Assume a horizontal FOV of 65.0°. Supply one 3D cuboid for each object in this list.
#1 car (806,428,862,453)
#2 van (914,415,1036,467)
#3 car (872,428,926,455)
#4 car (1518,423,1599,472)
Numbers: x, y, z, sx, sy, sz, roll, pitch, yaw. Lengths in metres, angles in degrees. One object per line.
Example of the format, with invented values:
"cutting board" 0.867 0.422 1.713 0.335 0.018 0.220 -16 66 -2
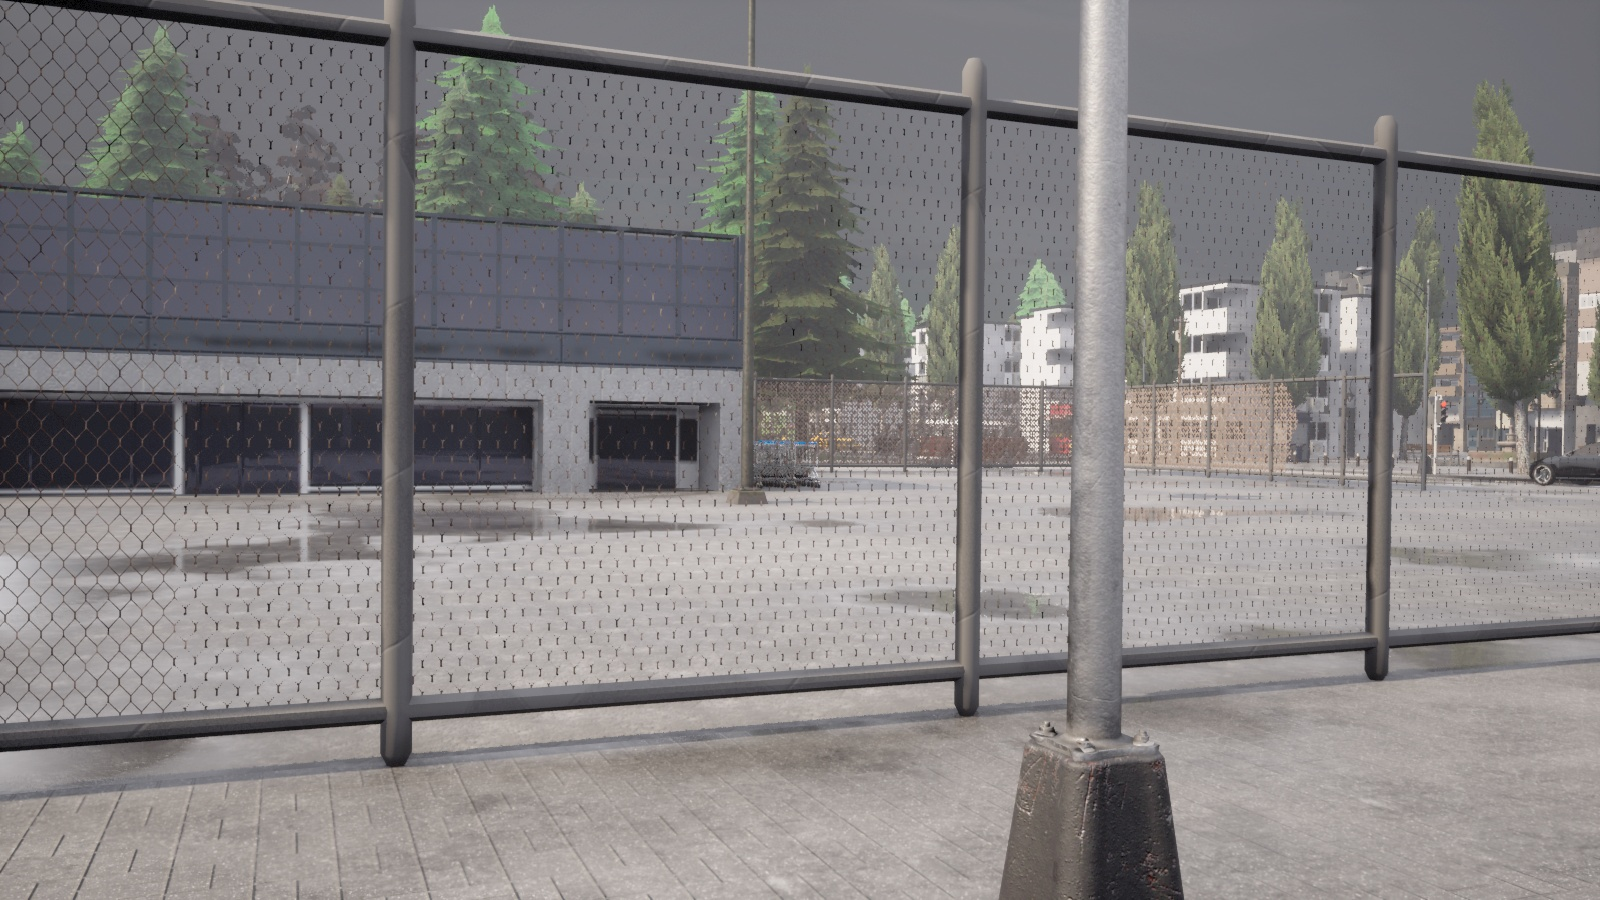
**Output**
"car" 2.260 -0.666 84.730 1.801 1.575 5.366 -1 1 -22
"van" 7.157 -0.392 51.372 4.480 2.038 2.069 -1 1 -22
"car" 5.938 -0.520 75.749 1.789 1.549 3.705 -1 1 -21
"car" 25.242 -0.109 39.003 2.163 1.488 4.792 -1 1 -22
